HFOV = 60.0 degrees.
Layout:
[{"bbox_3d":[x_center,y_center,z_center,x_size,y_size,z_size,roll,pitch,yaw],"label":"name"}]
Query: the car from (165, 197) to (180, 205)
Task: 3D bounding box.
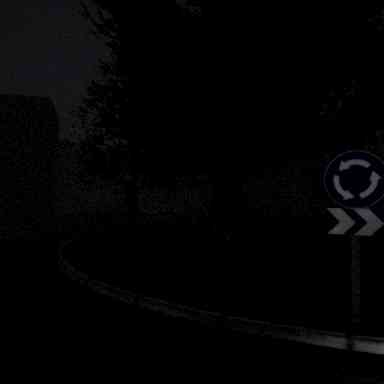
[{"bbox_3d":[-4.014,1.881,70.062,1.882,1.535,5.008,0,-1,20],"label":"car"}]
